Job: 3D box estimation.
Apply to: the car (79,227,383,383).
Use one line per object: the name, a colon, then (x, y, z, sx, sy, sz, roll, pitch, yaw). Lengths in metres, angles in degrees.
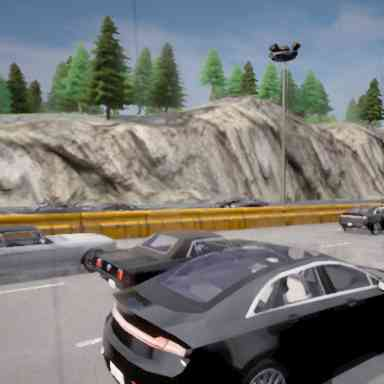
car: (1.295, 1.491, 4.495, 4.902, 1.511, 2.128, 0, 0, -34)

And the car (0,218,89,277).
car: (-4.448, 1.571, 9.074, 4.718, 1.301, 1.895, 0, 0, -35)

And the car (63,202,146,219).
car: (-5.346, 1.460, 21.407, 4.892, 1.490, 1.837, 0, 0, -34)

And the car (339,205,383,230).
car: (10.409, 1.518, 18.968, 4.902, 1.511, 2.128, 0, 0, -33)

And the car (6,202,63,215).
car: (-9.852, 1.426, 22.580, 4.902, 1.511, 2.128, 0, 0, -34)

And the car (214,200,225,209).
car: (5.009, 1.378, 40.671, 5.008, 1.535, 1.882, 0, 0, -33)

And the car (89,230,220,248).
car: (0.220, 1.593, 8.021, 4.718, 1.301, 1.895, 0, 0, -34)

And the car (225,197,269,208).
car: (6.566, 1.485, 37.512, 4.902, 1.511, 2.128, 0, 0, -33)
